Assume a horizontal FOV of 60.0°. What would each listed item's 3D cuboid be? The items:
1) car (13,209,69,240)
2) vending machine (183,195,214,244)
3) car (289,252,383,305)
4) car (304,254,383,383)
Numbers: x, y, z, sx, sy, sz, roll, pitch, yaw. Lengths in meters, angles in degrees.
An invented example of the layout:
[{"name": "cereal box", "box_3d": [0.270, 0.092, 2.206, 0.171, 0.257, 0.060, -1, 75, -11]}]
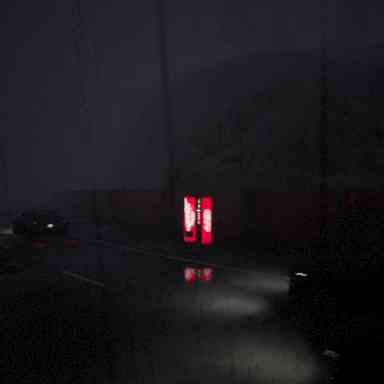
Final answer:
[{"name": "car", "box_3d": [-7.953, 1.576, 17.341, 1.994, 1.385, 4.181, 0, 0, -38]}, {"name": "vending machine", "box_3d": [0.298, 1.202, 15.026, 1.100, 2.100, 0.880, 0, 0, -45]}, {"name": "car", "box_3d": [4.033, 1.526, 5.541, 4.674, 1.442, 1.812, 0, 0, 36]}, {"name": "car", "box_3d": [3.360, 1.506, 1.779, 4.892, 1.490, 1.837, 1, 1, 33]}]
